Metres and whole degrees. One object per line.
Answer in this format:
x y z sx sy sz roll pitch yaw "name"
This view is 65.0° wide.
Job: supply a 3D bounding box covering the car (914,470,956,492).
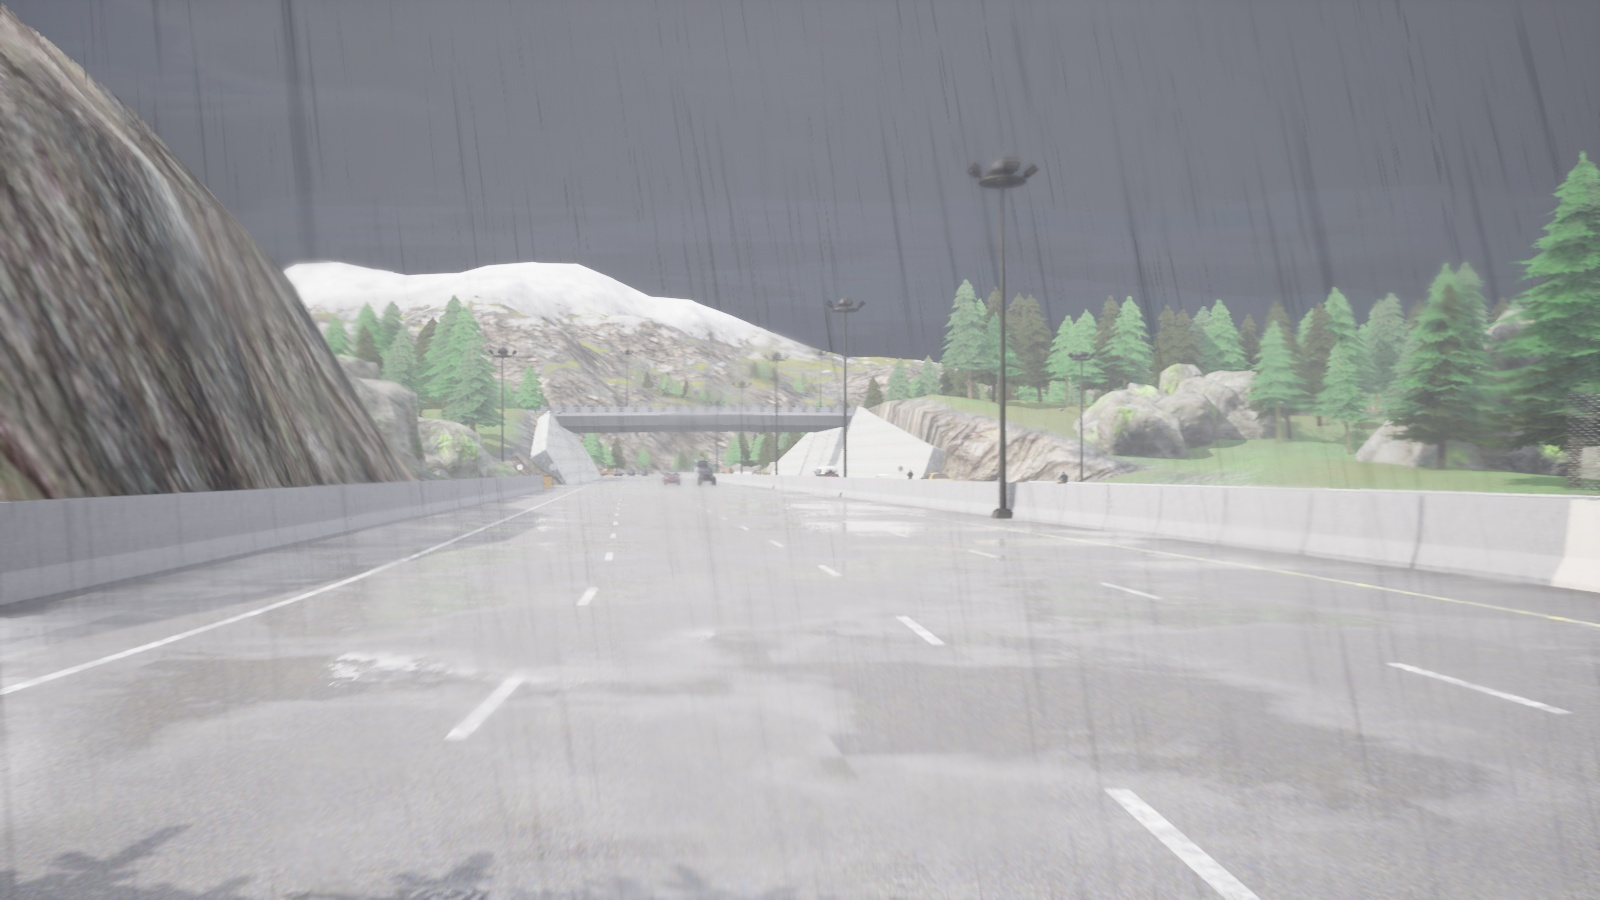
9.836 2.230 92.047 1.801 1.575 5.366 0 -1 -8 "car"
